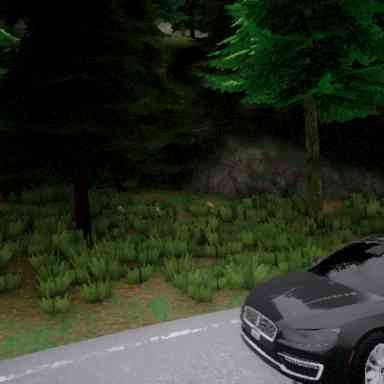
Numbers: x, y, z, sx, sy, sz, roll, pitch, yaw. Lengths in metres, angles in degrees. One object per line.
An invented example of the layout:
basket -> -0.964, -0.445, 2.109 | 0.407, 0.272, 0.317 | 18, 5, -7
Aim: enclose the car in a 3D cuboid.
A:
car -> 3.072, 1.431, 4.780 | 4.892, 1.490, 1.837 | -1, 0, -18
